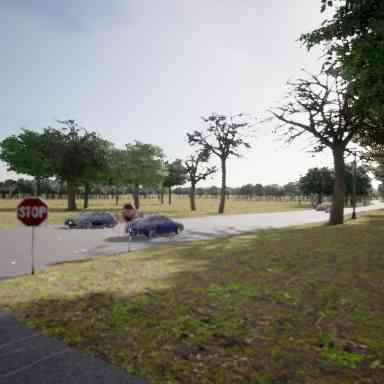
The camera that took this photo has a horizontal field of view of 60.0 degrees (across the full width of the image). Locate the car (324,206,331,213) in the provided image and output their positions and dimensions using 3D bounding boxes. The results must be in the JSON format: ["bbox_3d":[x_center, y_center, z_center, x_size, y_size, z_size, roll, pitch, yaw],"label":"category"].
[{"bbox_3d":[32.184,4.063,75.913,1.895,1.301,4.718,1,-1,31],"label":"car"}]

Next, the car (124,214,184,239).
[{"bbox_3d":[-2.487,2.259,22.579,1.812,1.442,4.674,1,-1,36],"label":"car"}]

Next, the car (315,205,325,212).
[{"bbox_3d":[31.945,4.009,82.339,1.882,1.535,5.008,1,-1,36],"label":"car"}]

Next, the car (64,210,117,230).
[{"bbox_3d":[-8.058,2.193,26.817,1.994,1.385,4.181,1,-1,36],"label":"car"}]
